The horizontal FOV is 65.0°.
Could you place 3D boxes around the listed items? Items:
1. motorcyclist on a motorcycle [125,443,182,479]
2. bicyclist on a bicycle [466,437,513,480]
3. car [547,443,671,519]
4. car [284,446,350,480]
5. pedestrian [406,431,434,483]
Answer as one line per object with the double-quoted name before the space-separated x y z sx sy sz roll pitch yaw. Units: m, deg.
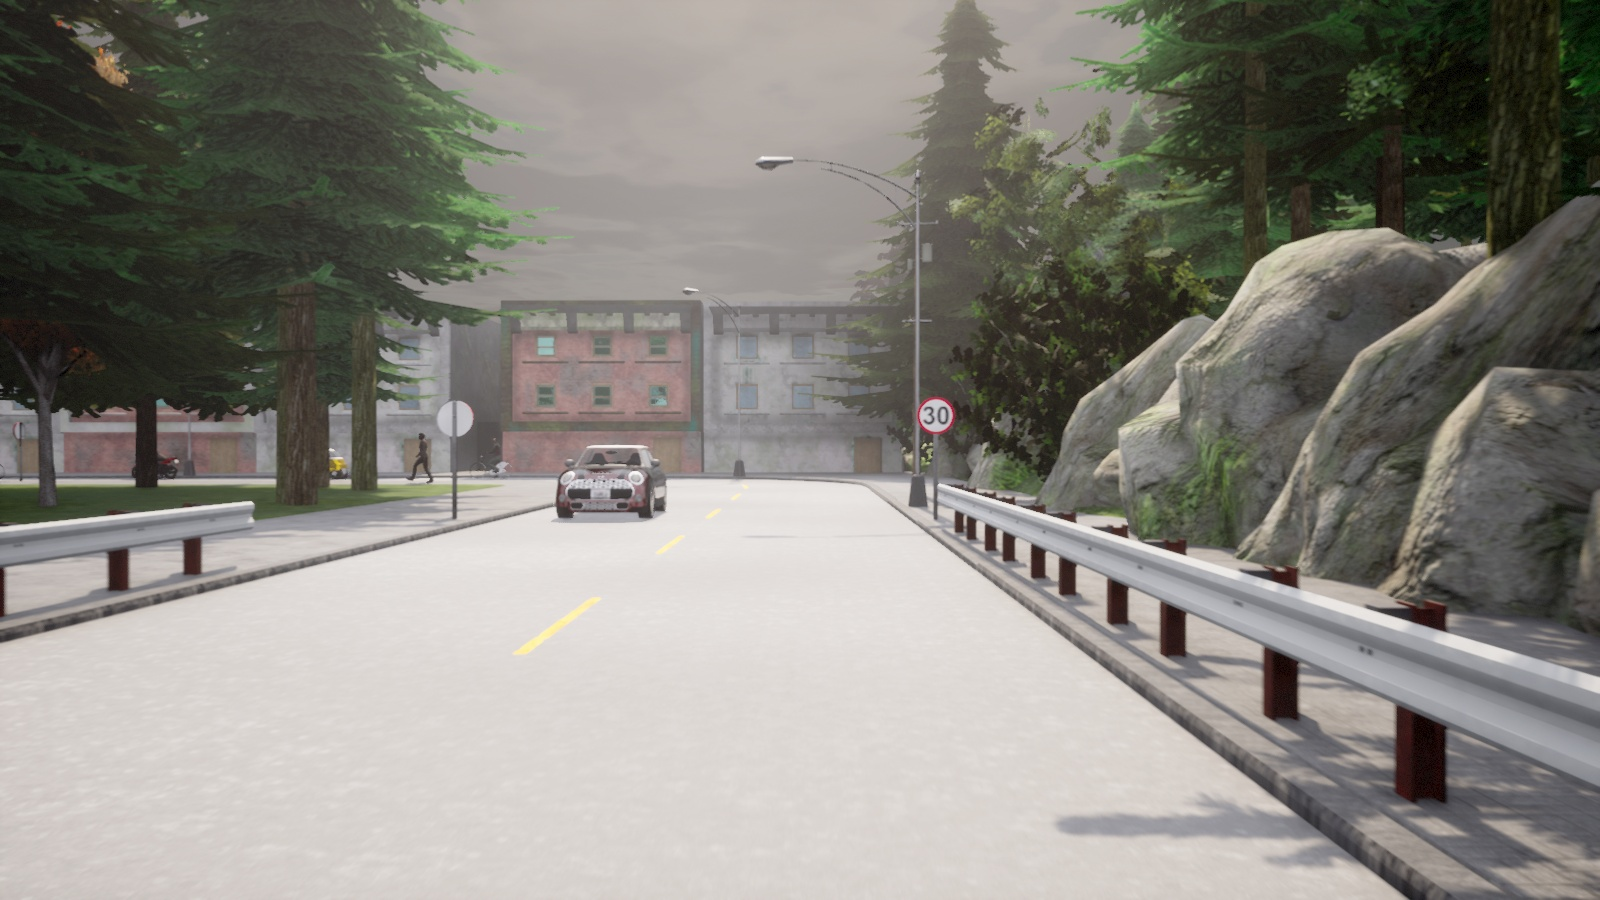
"motorcyclist on a motorcycle" -27.671 0.460 53.754 2.044 1.523 0.797 0 0 1
"bicyclist on a bicycle" -13.218 0.361 53.504 1.843 1.776 0.659 0 0 3
"car" -3.875 0.589 26.056 1.970 1.475 3.806 0 0 0
"car" -20.624 0.537 53.672 2.207 1.376 1.481 1 0 1
"pedestrian" -13.395 0.242 44.285 0.869 1.805 0.328 0 0 1
